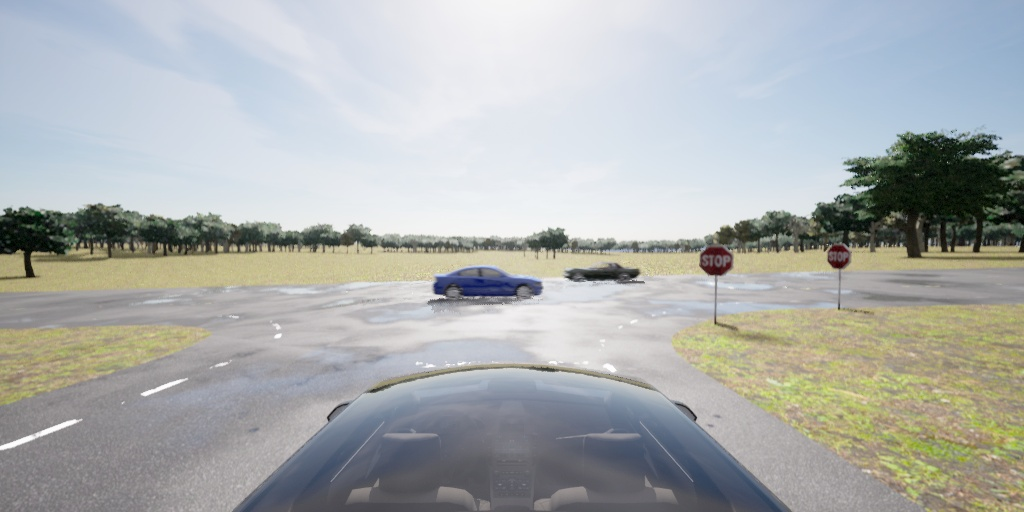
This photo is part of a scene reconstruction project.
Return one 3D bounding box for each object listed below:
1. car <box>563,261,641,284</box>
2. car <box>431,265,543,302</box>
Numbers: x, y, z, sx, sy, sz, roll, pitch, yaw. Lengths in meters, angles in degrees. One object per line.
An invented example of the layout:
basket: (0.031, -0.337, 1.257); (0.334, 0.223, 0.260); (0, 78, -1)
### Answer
car: (5.708, 1.038, 23.349); (4.718, 1.301, 1.895); (-1, 2, 0)
car: (-1.108, 1.163, 16.345); (5.008, 1.535, 1.882); (0, 1, 0)
